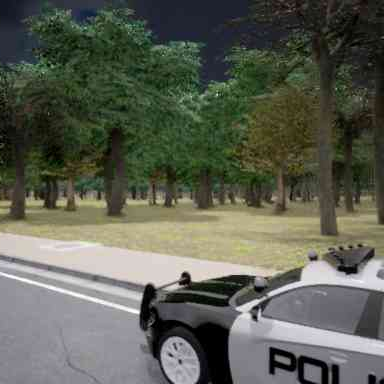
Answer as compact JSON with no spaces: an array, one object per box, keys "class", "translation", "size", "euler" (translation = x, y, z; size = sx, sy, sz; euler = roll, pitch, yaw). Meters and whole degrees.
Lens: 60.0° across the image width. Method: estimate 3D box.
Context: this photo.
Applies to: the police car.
[{"class":"police car","translation":[1.610,1.430,3.613],"size":[5.238,1.638,1.930],"euler":[0,0,36]}]
